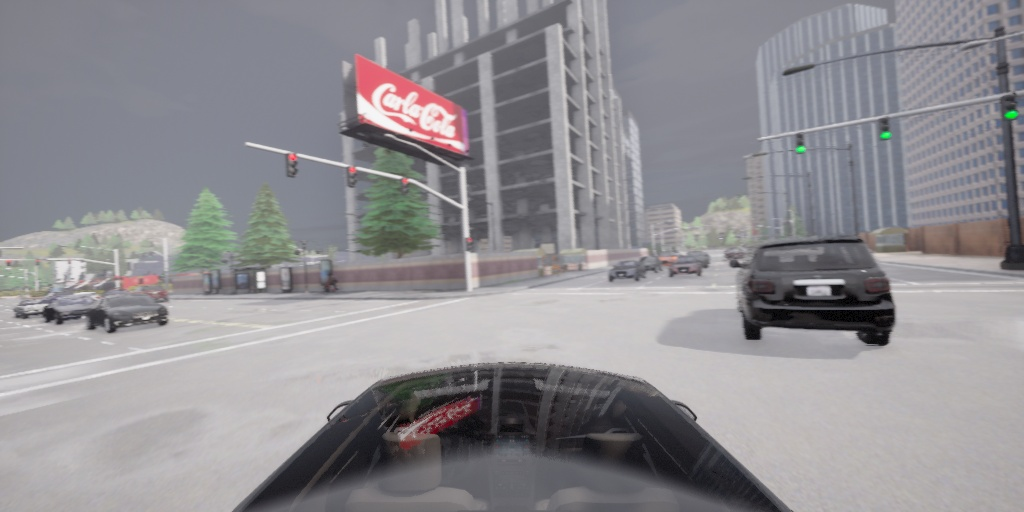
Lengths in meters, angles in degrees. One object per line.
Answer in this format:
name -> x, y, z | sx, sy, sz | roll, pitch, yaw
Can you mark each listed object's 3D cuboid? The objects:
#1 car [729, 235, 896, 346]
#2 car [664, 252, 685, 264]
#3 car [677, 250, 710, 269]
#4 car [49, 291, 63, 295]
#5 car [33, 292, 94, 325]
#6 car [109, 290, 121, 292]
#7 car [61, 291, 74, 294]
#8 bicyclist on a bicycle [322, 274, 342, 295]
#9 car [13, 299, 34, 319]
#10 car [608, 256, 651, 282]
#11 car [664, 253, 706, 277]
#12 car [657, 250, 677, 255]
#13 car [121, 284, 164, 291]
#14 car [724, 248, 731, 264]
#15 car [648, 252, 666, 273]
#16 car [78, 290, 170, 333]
car -> 6.511, 0.618, 8.337 | 2.150, 2.045, 5.566 | -4, -1, 30
car -> 22.600, 0.260, 49.787 | 2.128, 1.511, 4.902 | -4, -1, 30
car -> 17.499, 0.297, 34.295 | 2.097, 1.767, 4.553 | -4, -1, 31
car -> -48.052, 4.513, 38.193 | 4.553, 1.767, 2.097 | -4, -1, 30
car -> -25.853, 3.130, 21.152 | 5.357, 1.411, 2.033 | -4, -1, 30
car -> -44.145, 4.478, 40.093 | 5.357, 1.411, 2.033 | -4, -1, 30
car -> -40.417, 4.158, 33.833 | 4.674, 1.442, 1.812 | -4, -1, 31
bicyclist on a bicycle -> -14.194, 2.208, 28.226 | 0.582, 1.620, 1.656 | -4, 0, 30
car -> -34.516, 3.784, 26.199 | 4.718, 1.301, 1.895 | -4, -1, 30
car -> 8.175, 1.018, 25.343 | 1.994, 1.385, 4.181 | -4, -1, 30
car -> 12.584, 0.743, 25.951 | 1.994, 1.385, 4.181 | -4, -1, 30
car -> 17.411, 0.366, 40.960 | 2.097, 1.767, 4.553 | -4, -1, 31
car -> -36.040, 3.720, 35.381 | 4.553, 1.767, 2.097 | -4, -1, 30
car -> 28.928, -0.189, 46.553 | 1.882, 1.535, 5.008 | -4, 0, 30
car -> 12.517, 0.752, 32.730 | 1.837, 1.490, 4.892 | -4, -1, 30
car -> -17.524, 2.510, 16.315 | 4.892, 1.490, 1.837 | -4, -1, 30
